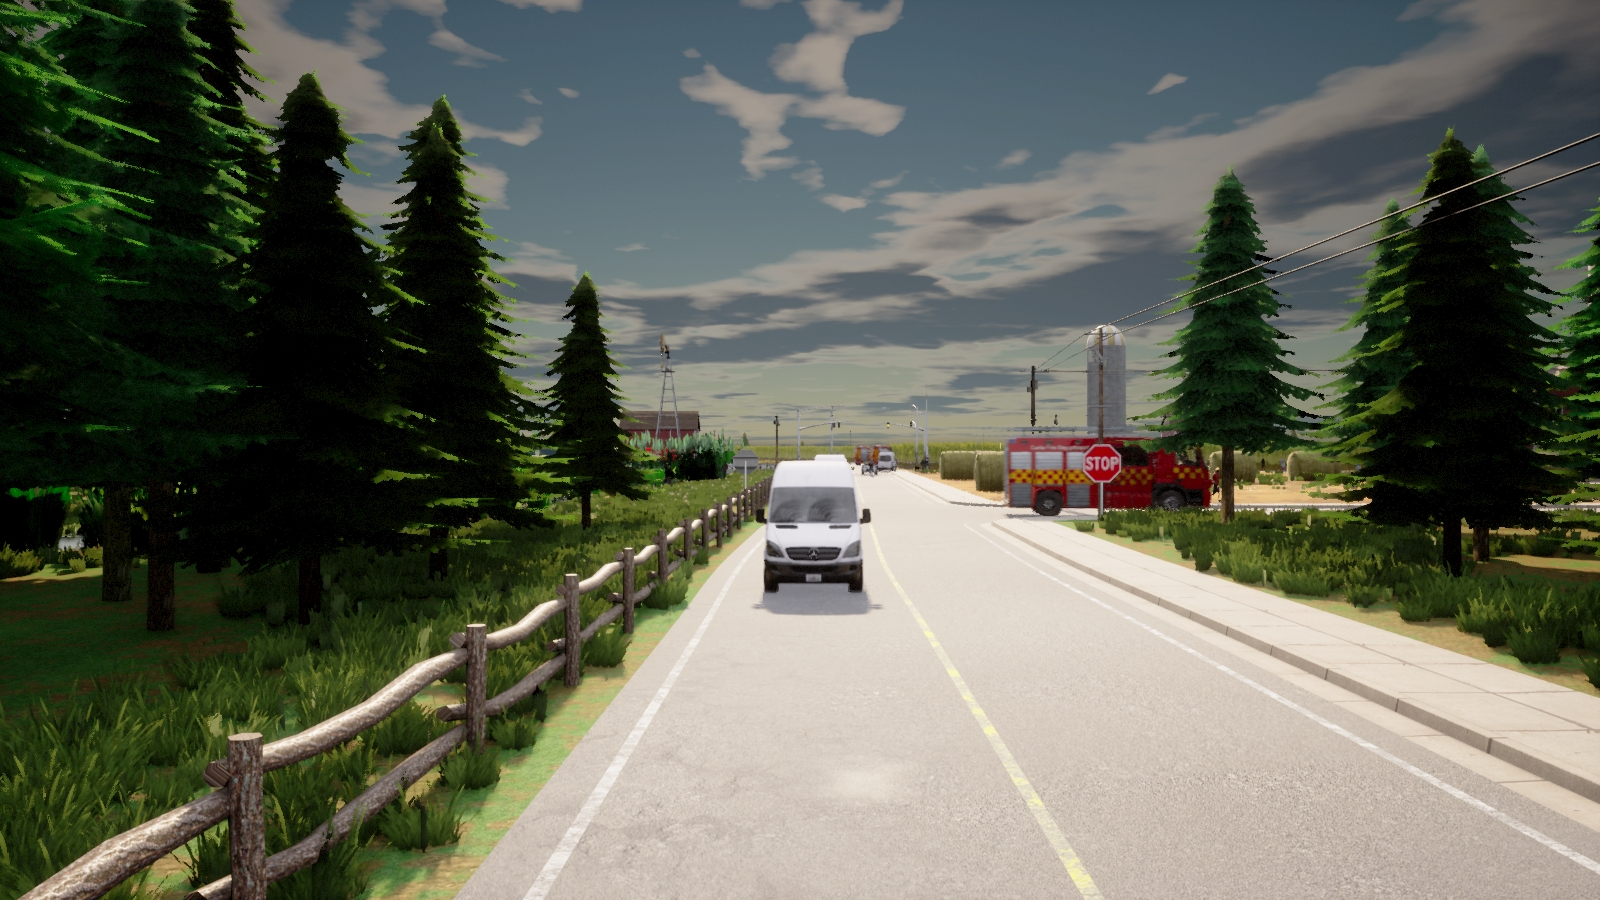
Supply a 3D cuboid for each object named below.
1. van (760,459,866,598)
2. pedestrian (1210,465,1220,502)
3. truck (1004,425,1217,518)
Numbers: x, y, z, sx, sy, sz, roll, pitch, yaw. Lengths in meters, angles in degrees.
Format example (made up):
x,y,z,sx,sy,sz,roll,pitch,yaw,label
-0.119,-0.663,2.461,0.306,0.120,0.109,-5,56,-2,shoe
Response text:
x,y,z,sx,sy,sz,roll,pitch,yaw,label
0.287,1.502,24.456,1.988,2.561,5.915,0,0,1,van
20.835,1.695,57.380,0.375,1.860,0.375,0,0,0,pedestrian
13.199,0.891,49.164,8.468,3.827,2.891,0,0,5,truck
